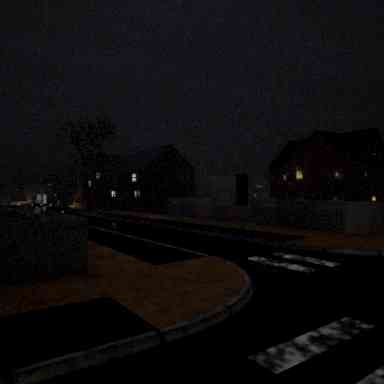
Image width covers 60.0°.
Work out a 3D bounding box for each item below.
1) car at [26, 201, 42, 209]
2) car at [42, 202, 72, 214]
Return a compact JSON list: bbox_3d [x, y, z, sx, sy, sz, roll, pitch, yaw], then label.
[{"bbox_3d":[-23.565,1.944,49.662,1.895,1.301,4.718,-2,1,-35],"label":"car"},{"bbox_3d":[-15.061,1.828,37.304,1.895,1.301,4.718,-2,1,-35],"label":"car"}]
